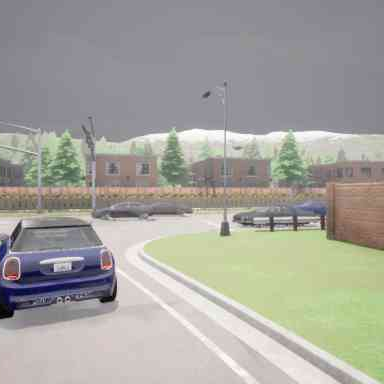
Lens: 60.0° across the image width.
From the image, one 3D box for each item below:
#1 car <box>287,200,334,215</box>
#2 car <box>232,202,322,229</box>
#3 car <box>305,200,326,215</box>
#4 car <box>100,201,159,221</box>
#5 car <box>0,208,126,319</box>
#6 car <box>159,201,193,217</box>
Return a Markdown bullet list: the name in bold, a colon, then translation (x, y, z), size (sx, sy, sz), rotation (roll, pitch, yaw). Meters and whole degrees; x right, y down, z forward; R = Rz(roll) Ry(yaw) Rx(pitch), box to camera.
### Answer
- **car**: translation (12.147, 1.564, 34.143), size (4.181, 1.385, 1.994), rotation (0, 0, -14)
- **car**: translation (5.358, 1.547, 21.667), size (5.357, 1.411, 2.033), rotation (0, 0, -14)
- **car**: translation (11.015, 1.477, 30.263), size (5.008, 1.535, 1.882), rotation (0, 0, -14)
- **car**: translation (-5.351, 1.491, 26.246), size (4.902, 1.511, 2.128), rotation (0, 0, -14)
- **car**: translation (-3.306, 1.352, 7.765), size (2.097, 1.767, 4.553), rotation (0, 0, -29)
- **car**: translation (-2.589, 1.548, 30.528), size (5.357, 1.411, 2.033), rotation (0, 0, -14)
